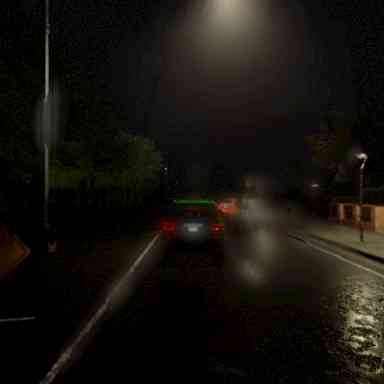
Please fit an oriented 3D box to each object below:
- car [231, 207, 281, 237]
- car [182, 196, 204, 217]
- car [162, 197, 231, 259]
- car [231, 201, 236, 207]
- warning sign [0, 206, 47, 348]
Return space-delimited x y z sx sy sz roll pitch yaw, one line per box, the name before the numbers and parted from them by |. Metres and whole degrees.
car | 3.589 1.743 19.099 1.895 1.301 4.718 0 0 0
car | 0.083 1.505 35.637 2.150 2.045 5.566 0 0 0
car | 0.076 1.321 13.187 2.150 2.045 5.566 0 0 0
car | 3.581 1.641 36.390 2.097 1.767 4.553 0 -1 0
warning sign | -3.054 1.154 4.977 1.300 1.860 1.060 0 -1 0
